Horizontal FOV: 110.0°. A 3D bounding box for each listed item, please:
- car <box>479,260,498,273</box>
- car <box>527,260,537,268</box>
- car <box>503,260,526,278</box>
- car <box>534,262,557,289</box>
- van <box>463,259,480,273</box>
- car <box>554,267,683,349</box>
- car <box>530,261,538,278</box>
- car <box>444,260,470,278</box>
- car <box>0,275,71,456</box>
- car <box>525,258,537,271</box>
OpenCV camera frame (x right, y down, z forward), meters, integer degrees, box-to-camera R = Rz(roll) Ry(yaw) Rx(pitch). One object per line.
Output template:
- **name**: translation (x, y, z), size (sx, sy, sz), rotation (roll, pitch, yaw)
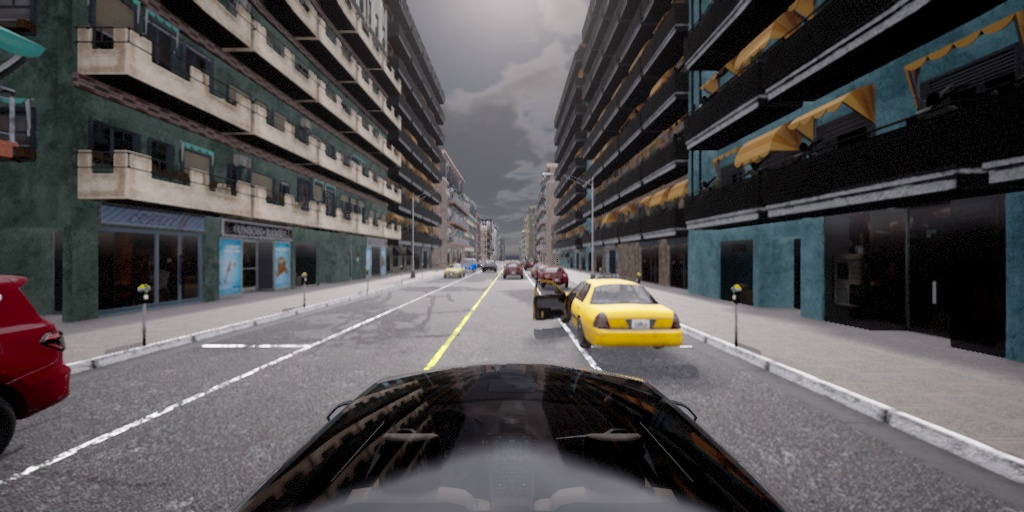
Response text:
- **car**: translation (-2.906, 1.492, 47.160), size (1.895, 1.301, 4.718), rotation (0, 0, 0)
- **car**: translation (2.765, 1.371, 35.794), size (1.751, 1.417, 4.829), rotation (0, 0, 0)
- **car**: translation (0.134, 1.368, 34.571), size (1.812, 1.442, 4.674), rotation (0, 0, 1)
- **car**: translation (2.739, 1.356, 24.301), size (1.888, 1.381, 4.507), rotation (0, 0, 0)
- **van**: translation (-5.590, 1.231, 46.989), size (1.690, 1.789, 3.998), rotation (0, 0, 0)
- **car**: translation (2.365, 1.225, 9.135), size (1.801, 1.575, 5.366), rotation (0, 0, 0)
- **car**: translation (2.751, 1.372, 29.967), size (1.888, 1.381, 4.507), rotation (0, 0, 0)
- **car**: translation (-5.616, 1.371, 35.497), size (1.751, 1.417, 4.829), rotation (0, 0, 0)
- **car**: translation (-5.693, 1.064, 1.695), size (2.192, 1.841, 5.009), rotation (0, 0, 0)
- **car**: translation (2.803, 1.231, 52.607), size (2.192, 1.841, 5.009), rotation (0, 0, 0)
